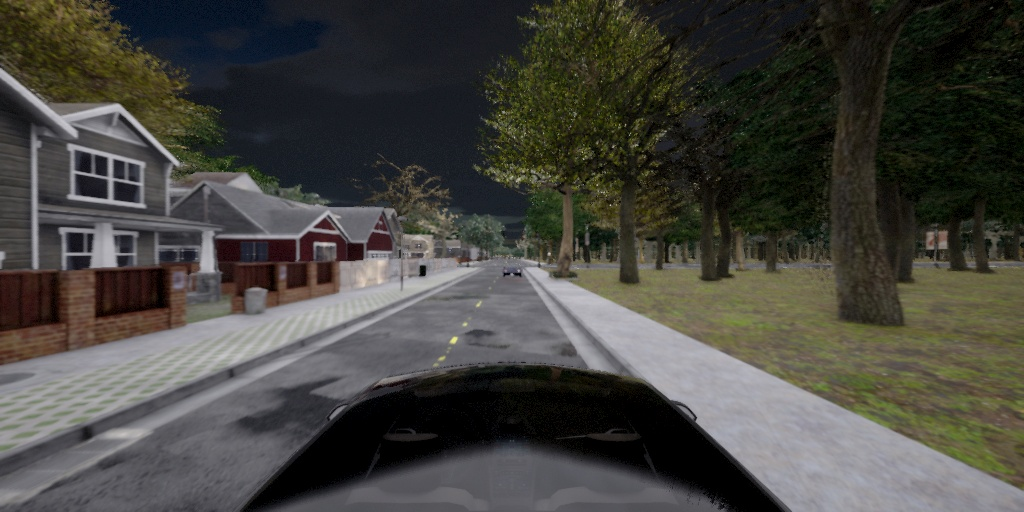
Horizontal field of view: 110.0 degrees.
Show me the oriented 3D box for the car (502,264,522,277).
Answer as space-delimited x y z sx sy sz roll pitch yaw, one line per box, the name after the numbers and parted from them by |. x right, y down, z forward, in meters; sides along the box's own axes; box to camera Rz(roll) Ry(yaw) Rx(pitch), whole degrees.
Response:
0.017 1.426 35.277 1.895 1.301 4.718 0 0 0 | car
